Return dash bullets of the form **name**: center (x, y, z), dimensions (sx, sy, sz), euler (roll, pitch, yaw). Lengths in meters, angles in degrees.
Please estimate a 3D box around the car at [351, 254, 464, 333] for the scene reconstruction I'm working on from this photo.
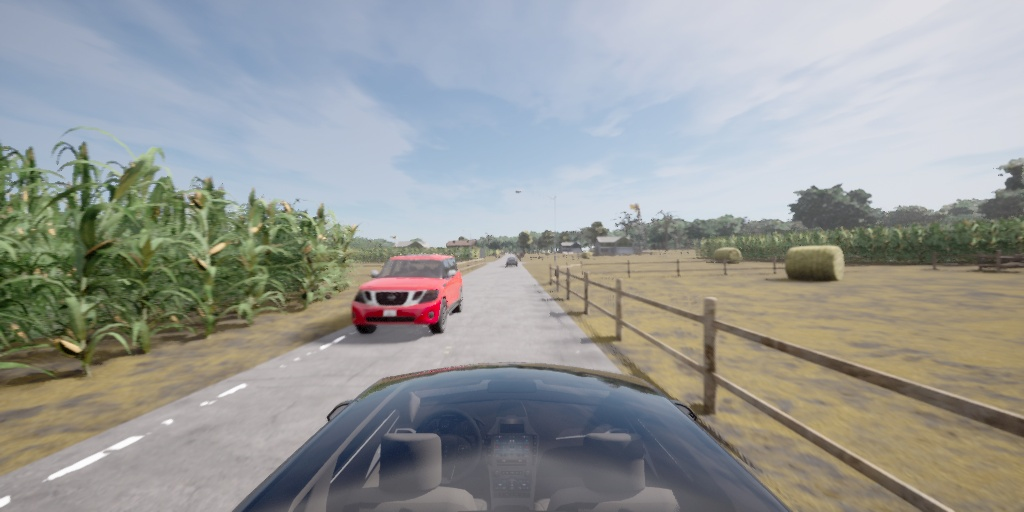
- **car**: center (-2.826, 0.962, 11.033), dimensions (2.150, 2.045, 5.566), euler (0, 0, 0)

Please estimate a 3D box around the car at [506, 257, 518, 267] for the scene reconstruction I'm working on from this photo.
- **car**: center (-0.006, 0.966, 56.850), dimensions (2.128, 1.511, 4.902), euler (0, 0, 0)
